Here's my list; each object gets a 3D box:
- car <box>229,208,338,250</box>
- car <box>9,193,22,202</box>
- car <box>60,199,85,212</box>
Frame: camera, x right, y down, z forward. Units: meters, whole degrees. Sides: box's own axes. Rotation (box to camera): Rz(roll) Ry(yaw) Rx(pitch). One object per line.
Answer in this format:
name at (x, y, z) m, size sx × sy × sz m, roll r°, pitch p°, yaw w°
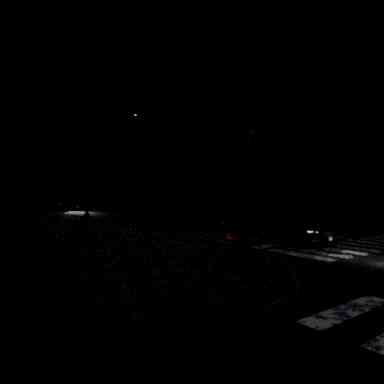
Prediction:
car at (3.668, 1.449, 14.202) m, size 2.128 × 1.511 × 4.902 m, roll 1°, pitch 0°, yaw -36°
car at (-39.874, 1.215, 74.968) m, size 2.150 × 2.045 × 5.566 m, roll 1°, pitch -1°, yaw -36°
car at (-13.937, 1.531, 38.767) m, size 1.994 × 1.385 × 4.181 m, roll 1°, pitch 0°, yaw -36°
